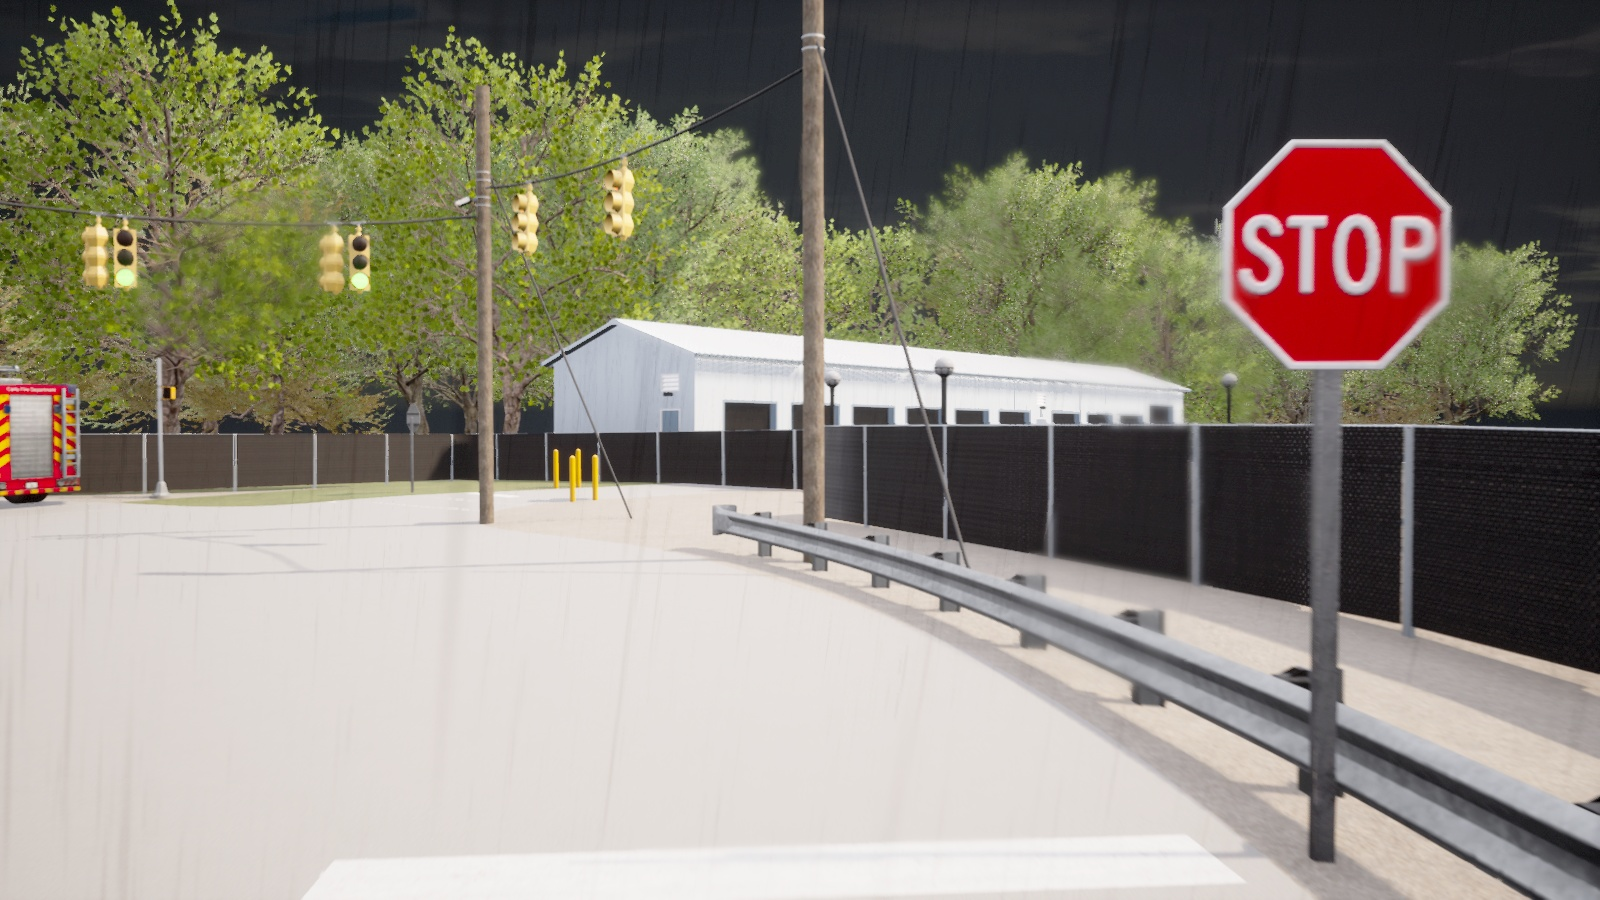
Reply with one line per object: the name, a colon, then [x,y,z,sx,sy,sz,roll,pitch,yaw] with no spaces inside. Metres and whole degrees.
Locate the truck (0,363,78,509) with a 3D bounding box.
truck: [-24.615,-0.474,35.262,8.468,3.827,2.891,1,2,22]
